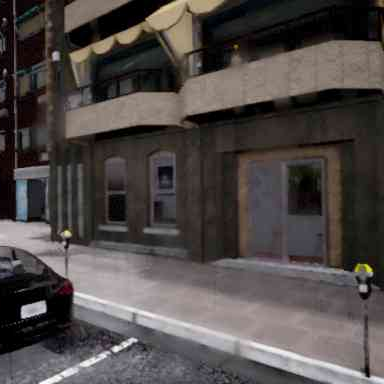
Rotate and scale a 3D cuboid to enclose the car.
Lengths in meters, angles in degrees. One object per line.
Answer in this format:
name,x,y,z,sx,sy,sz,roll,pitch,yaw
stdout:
car,-3.757,1.577,5.564,4.313,1.339,1.947,0,-1,35
